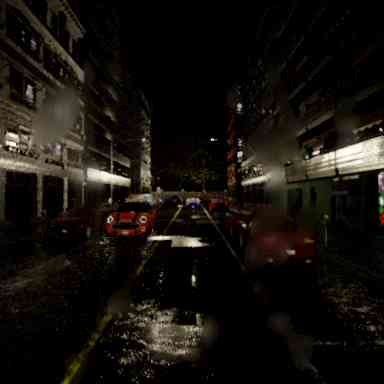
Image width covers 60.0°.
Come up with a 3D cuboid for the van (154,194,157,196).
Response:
[{"bbox_3d":[-5.617,1.198,39.745,1.690,1.788,3.998,1,0,0],"label":"van"}]

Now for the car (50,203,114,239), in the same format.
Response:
[{"bbox_3d":[-5.634,1.483,16.960,1.887,1.381,4.507,1,0,0],"label":"car"}]

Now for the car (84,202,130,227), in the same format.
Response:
[{"bbox_3d":[-5.631,1.469,22.656,2.008,1.369,4.403,1,0,0],"label":"car"}]

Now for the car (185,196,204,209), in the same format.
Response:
[{"bbox_3d":[0.125,1.452,41.516,1.895,1.301,4.718,0,0,0],"label":"car"}]

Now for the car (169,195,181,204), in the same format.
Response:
[{"bbox_3d":[-3.010,1.312,59.711,1.812,1.442,4.674,0,0,1],"label":"car"}]

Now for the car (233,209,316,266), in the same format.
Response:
[{"bbox_3d":[2.710,1.504,11.321,1.887,1.381,4.507,1,0,0],"label":"car"}]

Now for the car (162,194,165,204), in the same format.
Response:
[{"bbox_3d":[-5.614,1.367,51.139,2.008,1.369,4.403,1,0,0],"label":"car"}]

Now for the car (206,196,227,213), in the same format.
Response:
[{"bbox_3d":[2.724,1.422,34.106,1.887,1.381,4.507,1,0,0],"label":"car"}]

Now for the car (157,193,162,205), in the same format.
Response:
[{"bbox_3d":[-5.615,1.277,45.442,1.967,1.590,4.097,1,0,0],"label":"car"}]

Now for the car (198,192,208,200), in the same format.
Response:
[{"bbox_3d":[2.757,1.012,85.372,2.192,1.841,5.009,1,0,0],"label":"car"}]

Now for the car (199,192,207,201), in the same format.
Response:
[{"bbox_3d":[2.744,1.281,68.454,1.752,1.417,4.829,1,0,0],"label":"car"}]

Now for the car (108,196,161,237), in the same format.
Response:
[{"bbox_3d":[-3.089,1.288,17.663,2.097,1.767,4.553,0,0,0],"label":"car"}]

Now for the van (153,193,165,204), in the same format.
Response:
[{"bbox_3d":[-5.607,1.138,56.834,1.690,1.788,3.998,1,0,0],"label":"van"}]

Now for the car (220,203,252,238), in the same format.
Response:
[{"bbox_3d":[2.713,1.483,17.017,1.887,1.381,4.507,1,0,0],"label":"car"}]
